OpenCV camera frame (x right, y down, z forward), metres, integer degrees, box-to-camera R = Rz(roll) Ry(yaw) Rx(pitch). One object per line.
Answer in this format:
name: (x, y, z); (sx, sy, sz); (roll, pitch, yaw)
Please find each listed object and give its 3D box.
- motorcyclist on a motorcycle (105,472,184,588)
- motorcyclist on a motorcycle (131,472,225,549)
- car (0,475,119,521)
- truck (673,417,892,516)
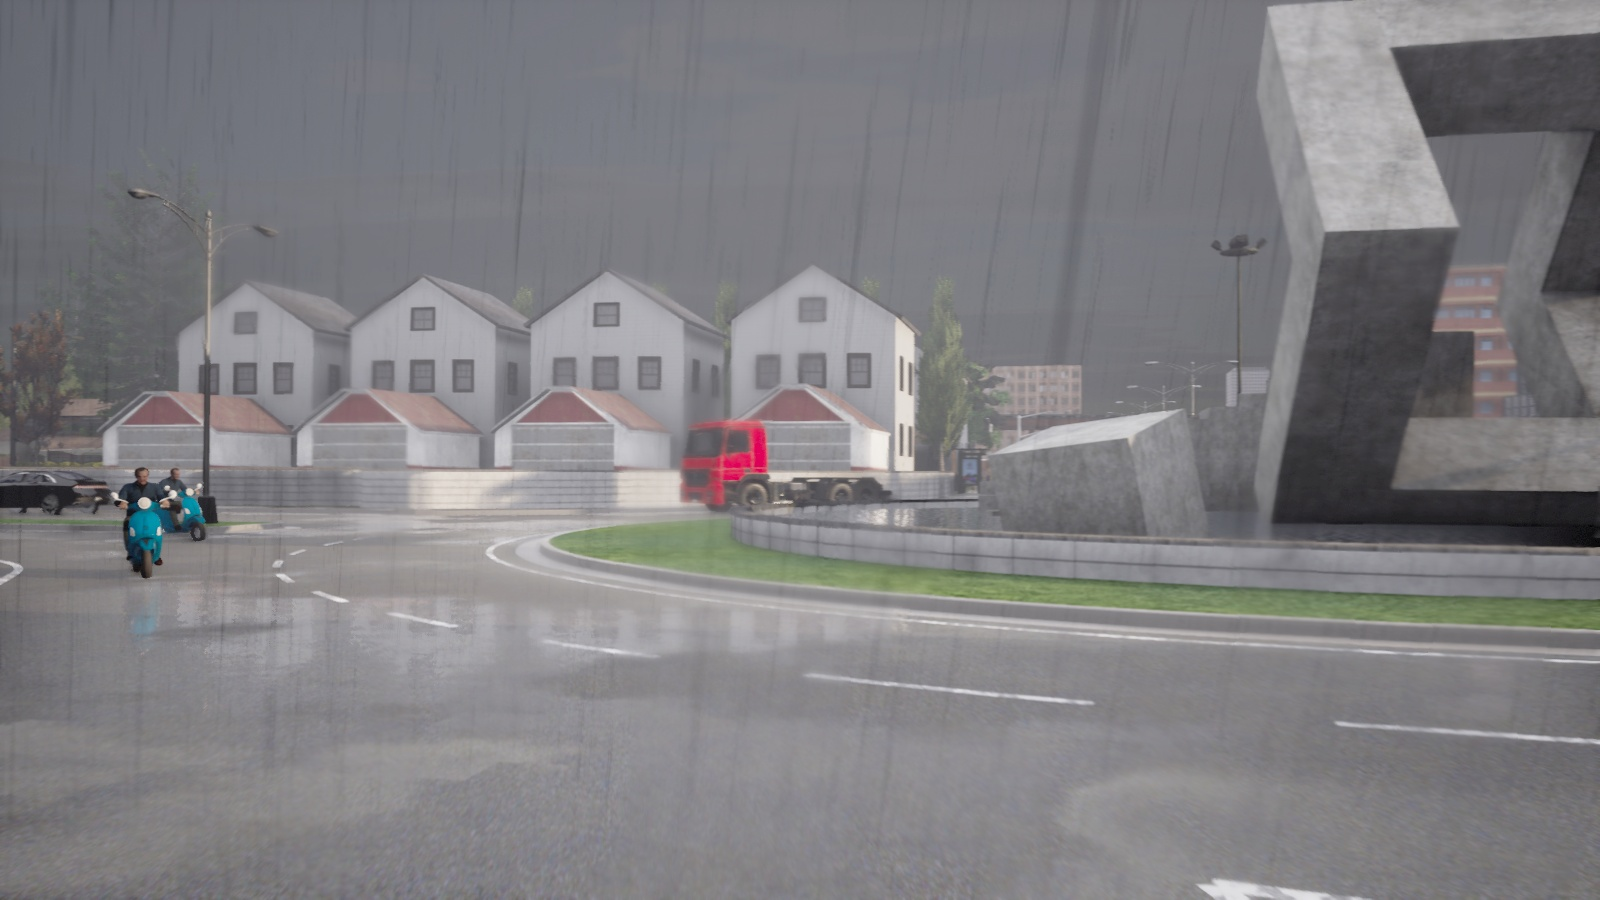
motorcyclist on a motorcycle: (-9.615, 1.123, 18.394); (0.866, 1.590, 1.817); (0, -1, -33)
motorcyclist on a motorcycle: (-13.478, 1.289, 27.219); (1.817, 1.590, 0.866); (-1, 0, 25)
car: (-25.967, 1.609, 42.518); (4.902, 1.511, 2.128); (0, -1, 12)
truck: (-0.589, 0.629, 47.354); (7.936, 3.462, 2.891); (0, -1, -33)
